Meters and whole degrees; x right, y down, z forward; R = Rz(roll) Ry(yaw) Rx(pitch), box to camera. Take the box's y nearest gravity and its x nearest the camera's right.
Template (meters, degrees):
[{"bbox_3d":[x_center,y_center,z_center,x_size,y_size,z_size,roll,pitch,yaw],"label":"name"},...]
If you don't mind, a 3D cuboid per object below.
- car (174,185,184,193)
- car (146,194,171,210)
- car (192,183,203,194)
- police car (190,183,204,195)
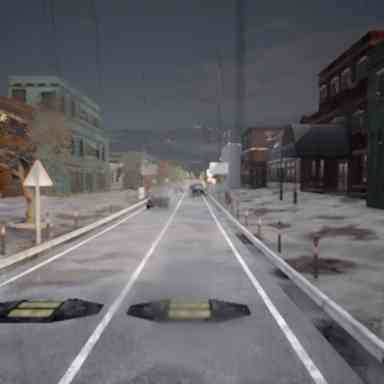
[{"bbox_3d":[-2.763,-0.620,71.505,1.837,1.490,4.892,0,1,0],"label":"car"},{"bbox_3d":[-2.999,0.847,30.066,1.895,1.301,4.718,0,2,0],"label":"car"},{"bbox_3d":[1.124,-0.772,67.591,2.150,2.045,5.566,0,1,0],"label":"car"},{"bbox_3d":[1.091,-0.330,57.679,1.930,1.638,5.238,0,1,0],"label":"police car"}]
